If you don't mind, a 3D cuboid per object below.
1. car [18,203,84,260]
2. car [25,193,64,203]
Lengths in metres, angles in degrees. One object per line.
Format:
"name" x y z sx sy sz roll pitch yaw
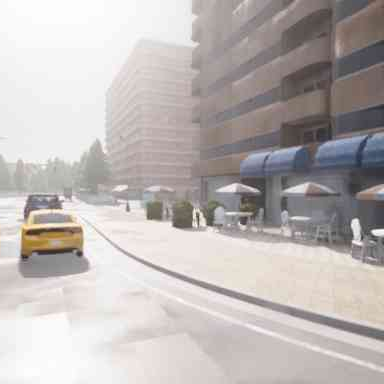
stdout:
"car" -5.249 1.391 12.274 1.882 1.535 5.008 0 0 -27
"car" -9.645 1.065 21.733 2.150 2.045 5.566 0 0 -22
